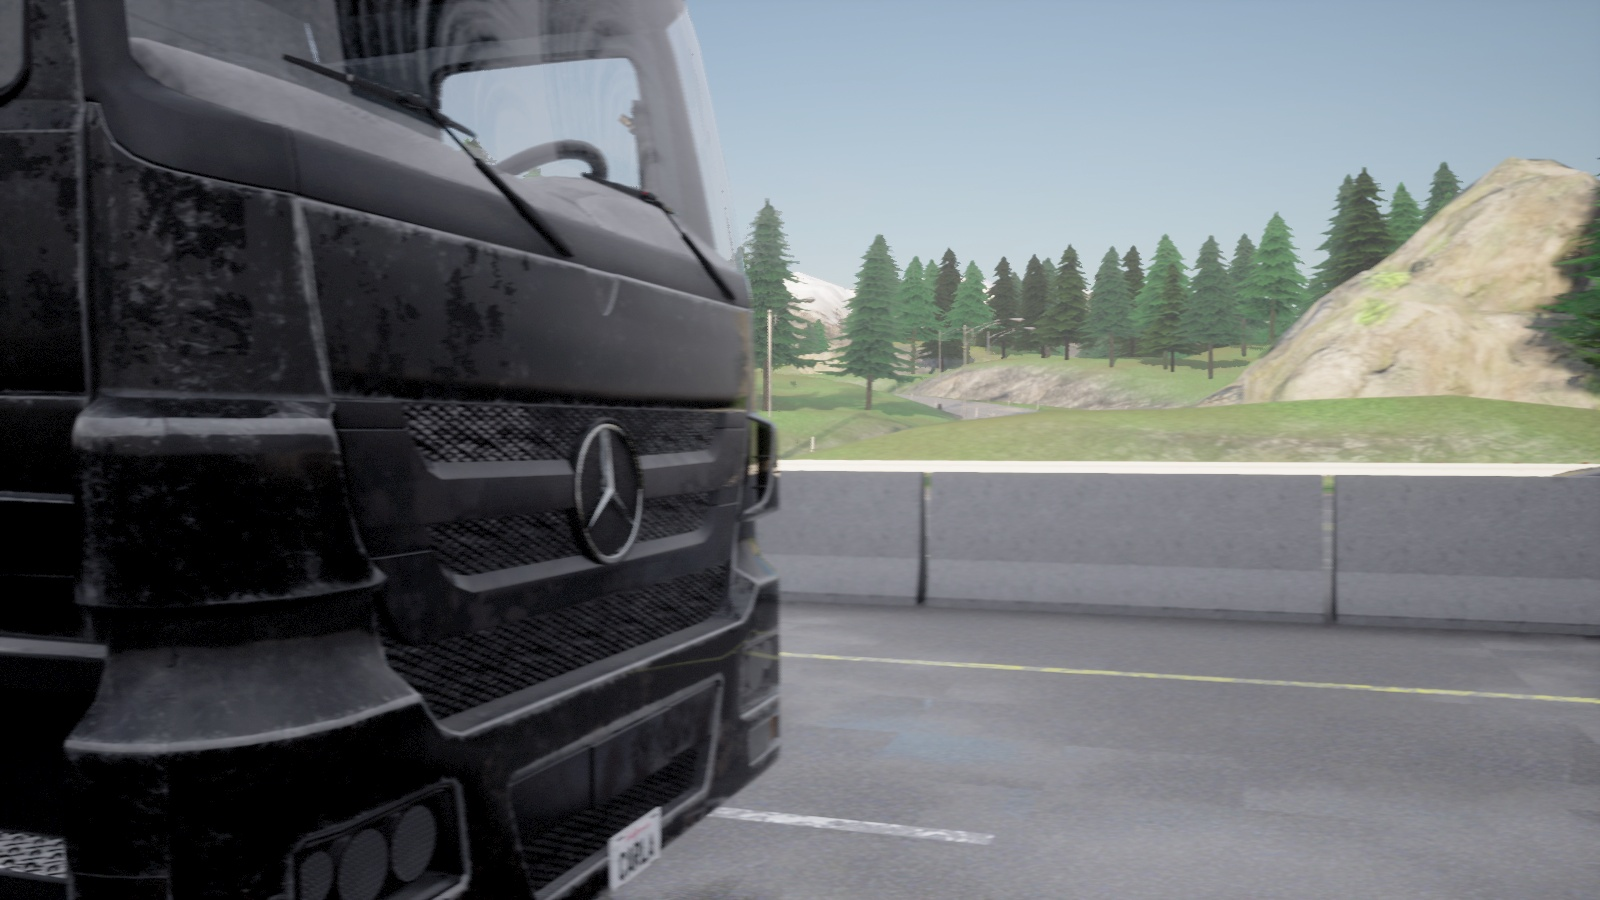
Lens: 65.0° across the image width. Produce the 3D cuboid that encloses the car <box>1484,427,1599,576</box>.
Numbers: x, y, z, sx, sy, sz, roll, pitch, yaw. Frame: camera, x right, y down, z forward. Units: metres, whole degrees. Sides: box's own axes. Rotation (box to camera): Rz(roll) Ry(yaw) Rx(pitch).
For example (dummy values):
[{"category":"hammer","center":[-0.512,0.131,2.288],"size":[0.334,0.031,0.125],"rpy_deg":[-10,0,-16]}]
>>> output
[{"category":"car","center":[10.753,0.569,14.344],"size":[4.856,1.649,2.033],"rpy_deg":[1,1,19]}]

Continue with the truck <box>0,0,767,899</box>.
[{"category":"truck","center":[-4.353,-0.249,4.643],"size":[7.936,3.462,2.891],"rpy_deg":[1,1,19]}]
